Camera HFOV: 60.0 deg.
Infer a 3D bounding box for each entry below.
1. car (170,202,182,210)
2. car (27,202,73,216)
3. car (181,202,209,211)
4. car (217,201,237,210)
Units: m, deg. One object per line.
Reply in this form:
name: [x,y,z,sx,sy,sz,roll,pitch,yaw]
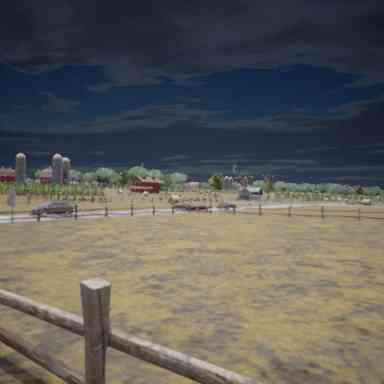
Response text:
car: [-1.554,2.324,55.001,1.895,1.301,4.718,2,0,36]
car: [-15.291,1.820,36.001,1.837,1.490,4.892,2,0,36]
car: [0.917,2.412,53.564,1.895,1.301,4.718,2,0,36]
car: [6.529,2.477,61.438,2.128,1.511,4.902,2,0,36]
